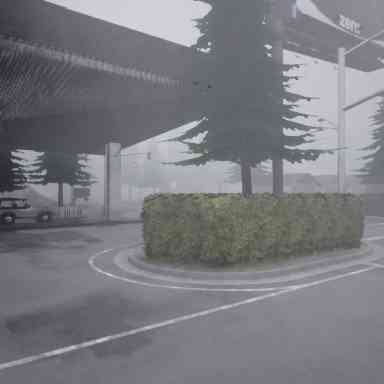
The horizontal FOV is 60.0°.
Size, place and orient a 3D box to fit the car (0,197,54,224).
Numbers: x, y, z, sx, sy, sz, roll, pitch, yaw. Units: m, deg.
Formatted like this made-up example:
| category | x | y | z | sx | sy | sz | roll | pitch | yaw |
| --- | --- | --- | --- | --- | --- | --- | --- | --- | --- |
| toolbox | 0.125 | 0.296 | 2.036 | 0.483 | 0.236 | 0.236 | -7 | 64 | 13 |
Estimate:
| category | x | y | z | sx | sy | sz | roll | pitch | yaw |
| --- | --- | --- | --- | --- | --- | --- | --- | --- | --- |
| car | -11.937 | 1.313 | 23.507 | 3.866 | 1.878 | 1.905 | 0 | 0 | -36 |
